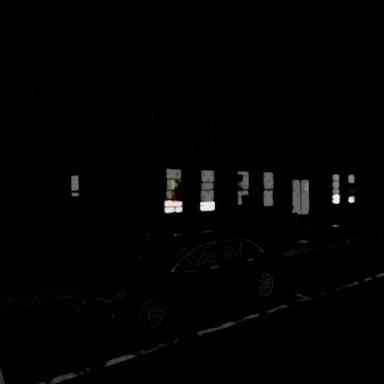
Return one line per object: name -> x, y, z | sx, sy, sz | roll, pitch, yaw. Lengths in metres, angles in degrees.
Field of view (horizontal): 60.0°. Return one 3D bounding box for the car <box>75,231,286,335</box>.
car -> -0.005, 1.506, 6.556 | 4.403, 1.369, 2.008 | -1, 0, -35
